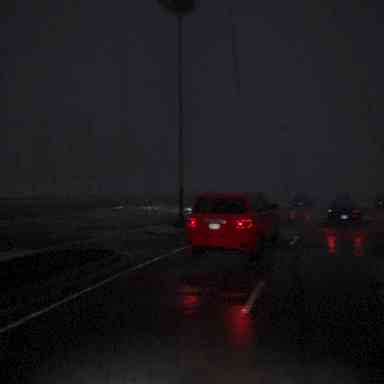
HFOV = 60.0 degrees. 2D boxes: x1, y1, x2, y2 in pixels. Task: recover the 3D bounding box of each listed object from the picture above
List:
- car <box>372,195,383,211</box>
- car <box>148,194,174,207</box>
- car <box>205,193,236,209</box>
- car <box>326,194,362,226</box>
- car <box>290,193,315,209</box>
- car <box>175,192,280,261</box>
[{"bbox_3d":[17.149,0.935,29.376,1.895,1.301,4.718,0,1,24],"label":"car"},{"bbox_3d":[-3.282,0.912,38.016,1.994,1.385,4.181,0,1,24],"label":"car"},{"bbox_3d":[3.105,0.873,35.148,1.812,1.442,4.674,0,1,24],"label":"car"},{"bbox_3d":[9.040,1.096,19.796,1.812,1.442,4.674,0,1,24],"label":"car"},{"bbox_3d":[10.892,0.855,32.527,1.812,1.442,4.674,0,1,24],"label":"car"},{"bbox_3d":[1.666,0.996,11.731,2.150,2.045,5.566,0,1,23],"label":"car"}]
